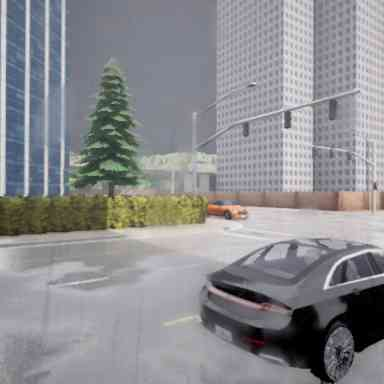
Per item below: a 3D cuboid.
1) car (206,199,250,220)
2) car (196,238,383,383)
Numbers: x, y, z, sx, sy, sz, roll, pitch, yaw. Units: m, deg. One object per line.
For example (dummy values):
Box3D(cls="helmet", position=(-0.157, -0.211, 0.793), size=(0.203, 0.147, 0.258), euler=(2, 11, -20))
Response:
Box3D(cls="car", position=(3.005, 1.474, 29.675), size=(2.097, 1.767, 4.553), euler=(0, 0, -35))
Box3D(cls="car", position=(2.365, 1.524, 5.473), size=(4.902, 1.511, 2.128), euler=(0, 0, -35))
